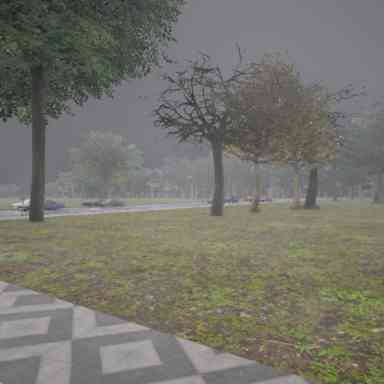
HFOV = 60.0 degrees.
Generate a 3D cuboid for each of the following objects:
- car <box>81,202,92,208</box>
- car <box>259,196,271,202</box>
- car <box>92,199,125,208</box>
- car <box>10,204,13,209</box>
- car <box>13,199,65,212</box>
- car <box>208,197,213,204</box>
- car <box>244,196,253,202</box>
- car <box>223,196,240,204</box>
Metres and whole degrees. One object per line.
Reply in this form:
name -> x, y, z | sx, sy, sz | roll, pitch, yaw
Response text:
car -> -14.503, 1.728, 51.001 | 1.895, 1.301, 4.718 | -1, -1, 35
car -> 17.314, 1.674, 78.839 | 1.994, 1.385, 4.181 | -1, -1, 35
car -> -11.941, 1.654, 49.004 | 1.994, 1.385, 4.181 | -1, -1, 35
car -> -20.593, 1.638, 42.443 | 1.812, 1.442, 4.674 | -1, -1, 35
car -> -18.139, 1.623, 40.277 | 2.033, 1.411, 5.357 | -1, -1, 35
car -> 4.953, 1.672, 66.865 | 1.994, 1.385, 4.181 | -1, -1, 35
car -> 14.061, 1.678, 79.870 | 1.812, 1.442, 4.674 | -1, -1, 35
car -> 7.611, 1.577, 64.993 | 1.837, 1.490, 4.892 | -1, -1, 35
